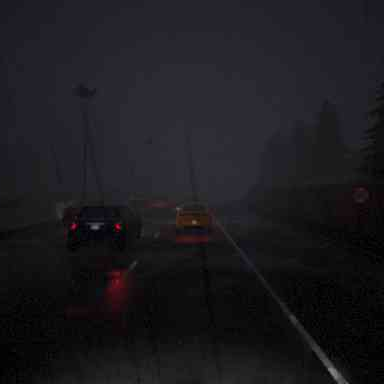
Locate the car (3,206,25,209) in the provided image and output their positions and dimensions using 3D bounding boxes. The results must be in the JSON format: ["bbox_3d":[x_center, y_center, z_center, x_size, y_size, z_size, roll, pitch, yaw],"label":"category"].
[{"bbox_3d":[-13.982,1.375,24.518,1.812,1.442,4.674,0,0,0],"label":"car"}]

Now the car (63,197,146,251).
[{"bbox_3d":[-3.389,1.250,13.779,2.097,1.767,4.553,0,0,0],"label":"car"}]

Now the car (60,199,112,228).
[{"bbox_3d":[-6.883,1.316,22.161,1.882,1.535,5.008,0,1,0],"label":"car"}]

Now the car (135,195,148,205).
[{"bbox_3d":[-6.813,1.167,44.569,2.128,1.511,4.902,0,1,1],"label":"car"}]

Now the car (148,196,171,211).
[{"bbox_3d":[-3.372,1.207,37.038,1.882,1.535,5.008,0,1,0],"label":"car"}]

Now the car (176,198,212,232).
[{"bbox_3d":[0.115,1.336,19.213,1.882,1.535,5.008,0,1,0],"label":"car"}]
